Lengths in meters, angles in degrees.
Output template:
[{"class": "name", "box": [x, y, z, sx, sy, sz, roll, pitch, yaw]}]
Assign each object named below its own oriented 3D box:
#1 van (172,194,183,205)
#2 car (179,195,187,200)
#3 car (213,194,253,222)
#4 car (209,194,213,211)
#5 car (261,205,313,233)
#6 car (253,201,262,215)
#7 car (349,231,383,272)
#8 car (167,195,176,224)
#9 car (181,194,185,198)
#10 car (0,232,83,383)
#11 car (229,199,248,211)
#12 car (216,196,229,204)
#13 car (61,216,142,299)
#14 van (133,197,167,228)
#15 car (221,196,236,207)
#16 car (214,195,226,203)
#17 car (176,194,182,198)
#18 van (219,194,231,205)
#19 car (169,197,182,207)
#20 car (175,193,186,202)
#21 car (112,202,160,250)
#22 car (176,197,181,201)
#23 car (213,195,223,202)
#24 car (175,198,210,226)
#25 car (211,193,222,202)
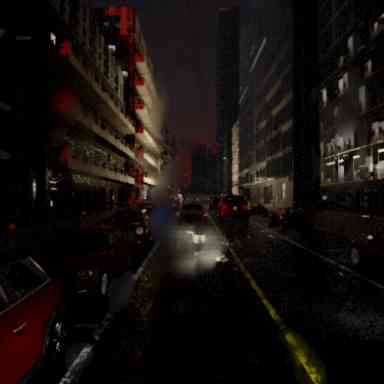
[{"class": "van", "box": [-2.542, 1.318, 58.394, 1.690, 1.788, 3.998, 1, 0, 0]}, {"class": "car", "box": [-2.477, 1.524, 91.674, 1.947, 1.339, 4.313, 1, 0, 0]}, {"class": "car", "box": [3.086, 1.222, 26.355, 2.150, 2.045, 5.566, 0, 0, 1]}, {"class": "car", "box": [3.101, 1.345, 40.048, 2.097, 1.767, 4.553, 0, 0, 1]}, {"class": "car", "box": [5.737, 1.555, 19.629, 2.008, 1.369, 4.403, 1, 0, 0]}, {"class": "car", "box": [5.759, 1.526, 30.895, 1.752, 1.417, 4.829, 1, 0, 0]}, {"class": "car", "box": [5.717, 1.553, 8.534, 1.887, 1.381, 4.507, 1, 0, 0]}, {"class": "car", "box": [-2.628, 1.304, 25.113, 2.192, 1.841, 5.009, 1, 0, 0]}, {"class": "car", "box": [-2.590, 1.297, 47.300, 2.192, 1.841, 5.009, 1, 0, 0]}, {"class": "car", "box": [-2.671, 1.435, 2.925, 1.967, 1.590, 4.097, 1, 0, 0]}, {"class": "car", "box": [5.778, 1.580, 41.821, 1.802, 1.307, 4.206, 1, 0, 0]}, {"class": "car", "box": [5.819, 1.554, 64.013, 1.947, 1.339, 4.313, 1, 0, 0]}, {"class": "car", "box": [-2.663, 1.538, 8.473, 1.887, 1.381, 4.507, 1, 0, 0]}, {"class": "van", "box": [-2.638, 1.332, 19.567, 1.690, 1.788, 3.998, 1, 0, 0]}, {"class": "car", "box": [5.801, 1.434, 52.917, 1.967, 1.590, 4.097, 1, 0, 0]}, {"class": "car", "box": [5.832, 1.425, 69.561, 1.967, 1.590, 4.097, 1, 0, 0]}, {"class": "car", "box": [-2.600, 1.424, 41.754, 1.967, 1.590, 4.097, 1, 0, 0]}, {"class": "van", "box": [5.813, 1.332, 58.465, 1.690, 1.788, 3.998, 1, 0, 0]}, {"class": "car", "box": [-2.592, 1.505, 52.676, 1.752, 1.417, 4.829, 1, 0, 0]}, {"class": "car", "box": [-2.503, 1.283, 75.033, 2.192, 1.841, 5.009, 1, 0, 0]}, {"class": "car", "box": [-2.650, 1.432, 14.020, 1.967, 1.590, 4.097, 1, 0, 0]}, {"class": "car", "box": [-2.612, 1.536, 36.207, 2.008, 1.369, 4.403, 1, 0, 0]}, {"class": "car", "box": [5.840, 1.507, 75.279, 1.752, 1.417, 4.829, 1, 0, 0]}, {"class": "car", "box": [0.040, 1.471, 23.572, 1.882, 1.535, 5.008, 0, 0, 0]}, {"class": "car", "box": [5.855, 1.294, 80.657, 2.192, 1.841, 5.009, 1, 0, 0]}]
